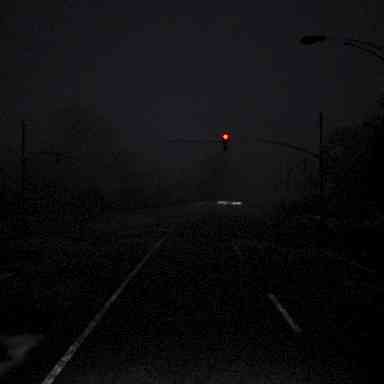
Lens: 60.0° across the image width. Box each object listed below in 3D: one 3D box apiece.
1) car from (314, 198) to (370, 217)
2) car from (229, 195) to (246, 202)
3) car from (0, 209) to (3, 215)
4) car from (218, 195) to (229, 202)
[{"bbox_3d":[16.262,1.709,36.106,5.566,2.045,2.150,-3,-1,3],"label":"car"},{"bbox_3d":[10.595,1.387,74.215,2.128,1.511,4.902,0,2,25],"label":"car"},{"bbox_3d":[-24.849,2.341,38.495,5.357,1.411,2.033,-2,-1,3],"label":"car"},{"bbox_3d":[7.631,1.406,76.119,2.033,1.411,5.357,0,2,25],"label":"car"}]
